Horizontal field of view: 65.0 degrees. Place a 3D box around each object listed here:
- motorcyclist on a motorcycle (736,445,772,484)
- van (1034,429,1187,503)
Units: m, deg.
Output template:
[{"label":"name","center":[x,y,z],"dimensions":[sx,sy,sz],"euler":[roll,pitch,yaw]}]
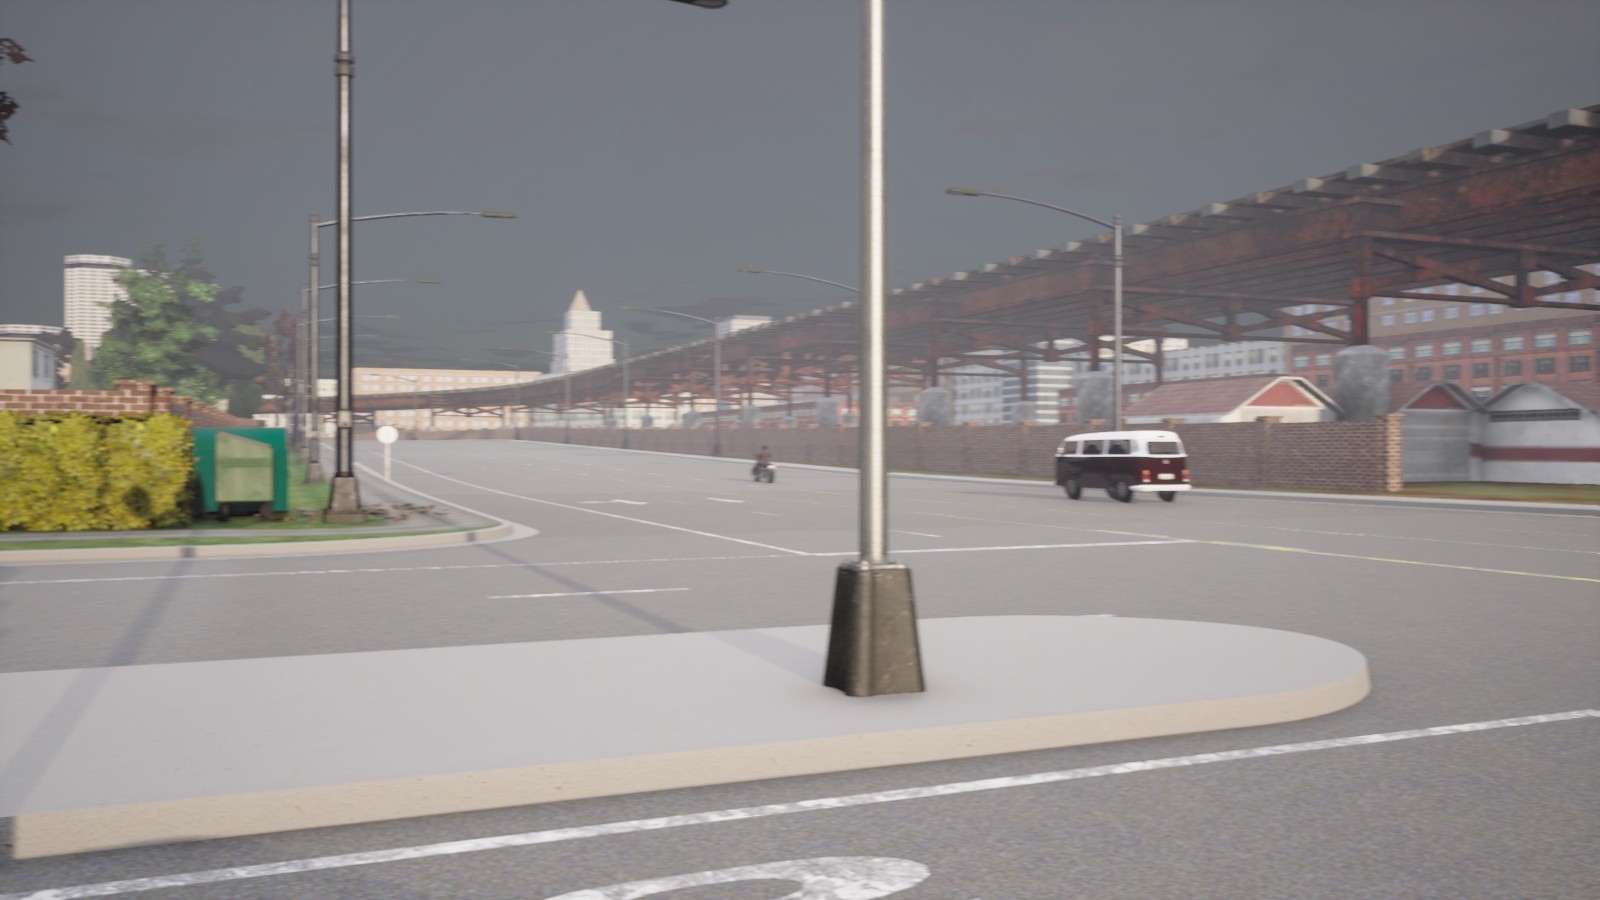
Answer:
[{"label":"motorcyclist on a motorcycle","center":[-2.006,0.618,54.117],"dimensions":[0.766,1.649,2.350],"euler":[0,1,-23]},{"label":"van","center":[9.024,0.430,36.890],"dimensions":[2.069,2.038,4.480],"euler":[0,0,-23]}]
